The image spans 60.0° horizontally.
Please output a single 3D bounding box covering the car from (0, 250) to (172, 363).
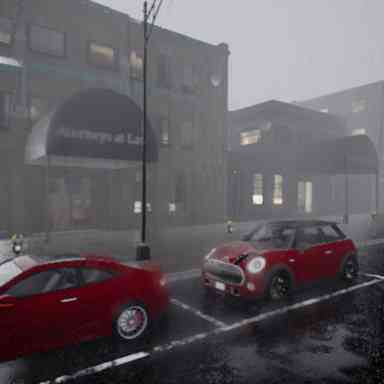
[{"bbox_3d":[-2.288,1.583,4.919,4.206,1.307,1.802,0,0,-36],"label":"car"}]

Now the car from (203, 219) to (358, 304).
[{"bbox_3d":[2.217,1.447,8.131,4.097,1.590,1.967,0,0,-36],"label":"car"}]
